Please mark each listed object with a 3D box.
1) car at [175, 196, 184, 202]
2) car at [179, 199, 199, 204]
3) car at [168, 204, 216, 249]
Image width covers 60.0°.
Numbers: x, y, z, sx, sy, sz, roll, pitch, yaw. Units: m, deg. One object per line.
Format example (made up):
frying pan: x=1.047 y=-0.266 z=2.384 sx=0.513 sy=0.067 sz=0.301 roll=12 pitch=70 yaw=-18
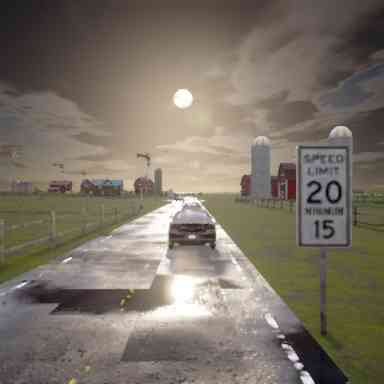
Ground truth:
car: x=-2.729 y=1.538 z=75.721 sx=1.812 sy=1.442 sz=4.674 roll=0 pitch=0 yaw=0
car: x=0.009 y=1.594 z=29.650 sx=1.994 sy=1.385 sz=4.181 roll=0 pitch=0 yaw=0
car: x=0.005 y=1.494 z=14.649 sx=1.882 sy=1.535 sz=5.008 roll=0 pitch=0 yaw=0
